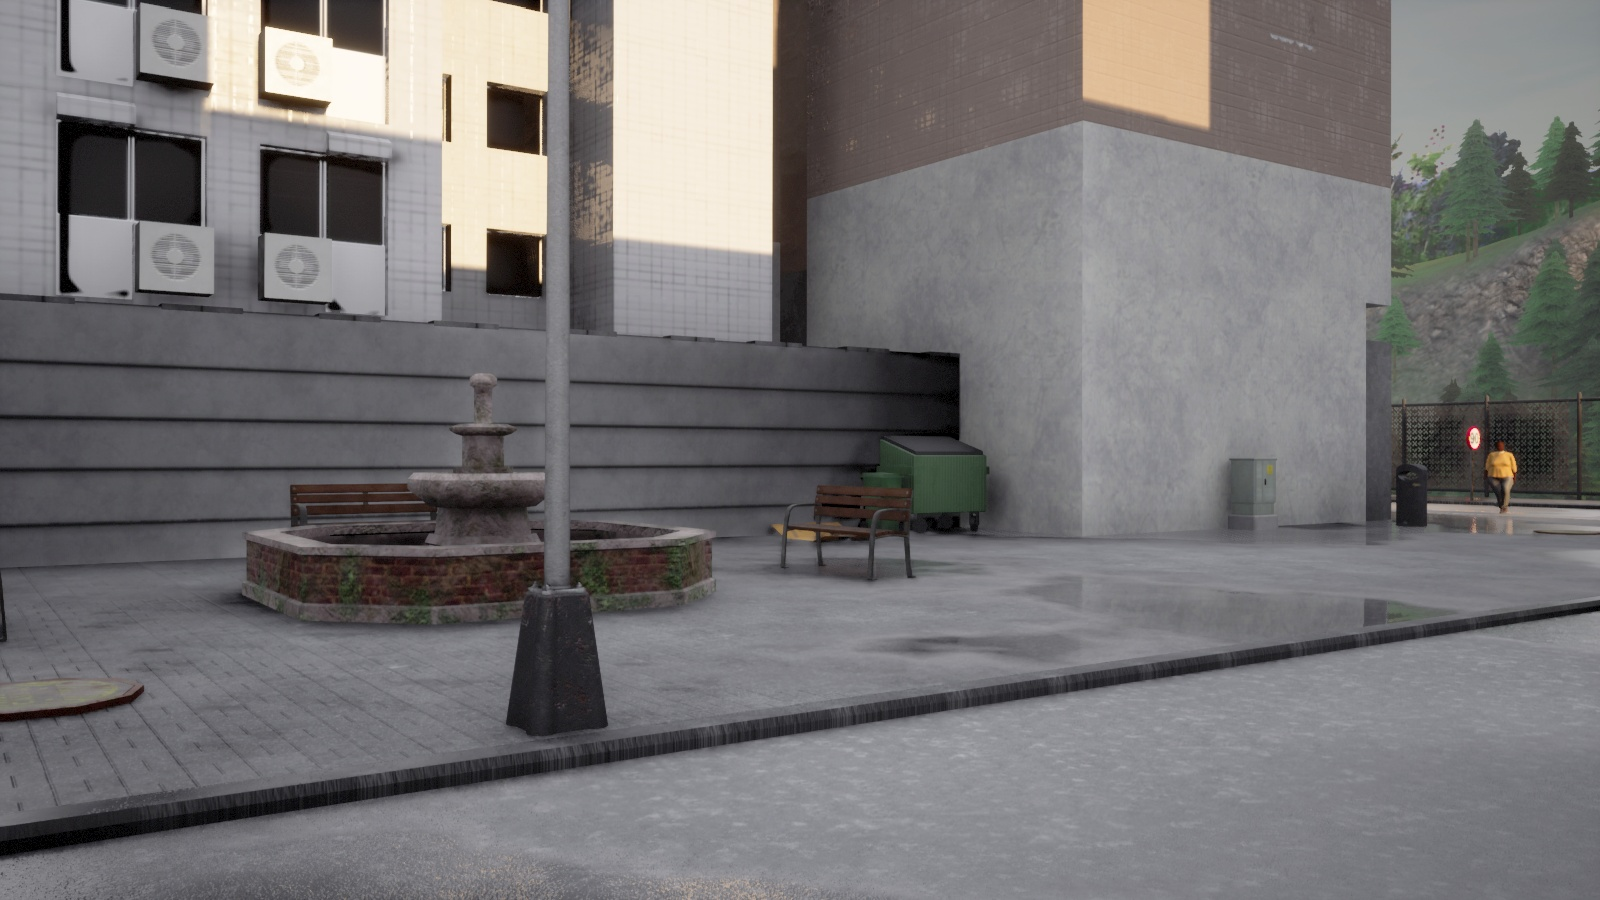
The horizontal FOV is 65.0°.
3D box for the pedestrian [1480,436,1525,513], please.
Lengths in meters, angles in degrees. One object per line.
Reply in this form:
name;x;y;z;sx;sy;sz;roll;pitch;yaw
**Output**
pedestrian;17.357;0.588;31.034;0.874;1.855;0.900;0;0;36
